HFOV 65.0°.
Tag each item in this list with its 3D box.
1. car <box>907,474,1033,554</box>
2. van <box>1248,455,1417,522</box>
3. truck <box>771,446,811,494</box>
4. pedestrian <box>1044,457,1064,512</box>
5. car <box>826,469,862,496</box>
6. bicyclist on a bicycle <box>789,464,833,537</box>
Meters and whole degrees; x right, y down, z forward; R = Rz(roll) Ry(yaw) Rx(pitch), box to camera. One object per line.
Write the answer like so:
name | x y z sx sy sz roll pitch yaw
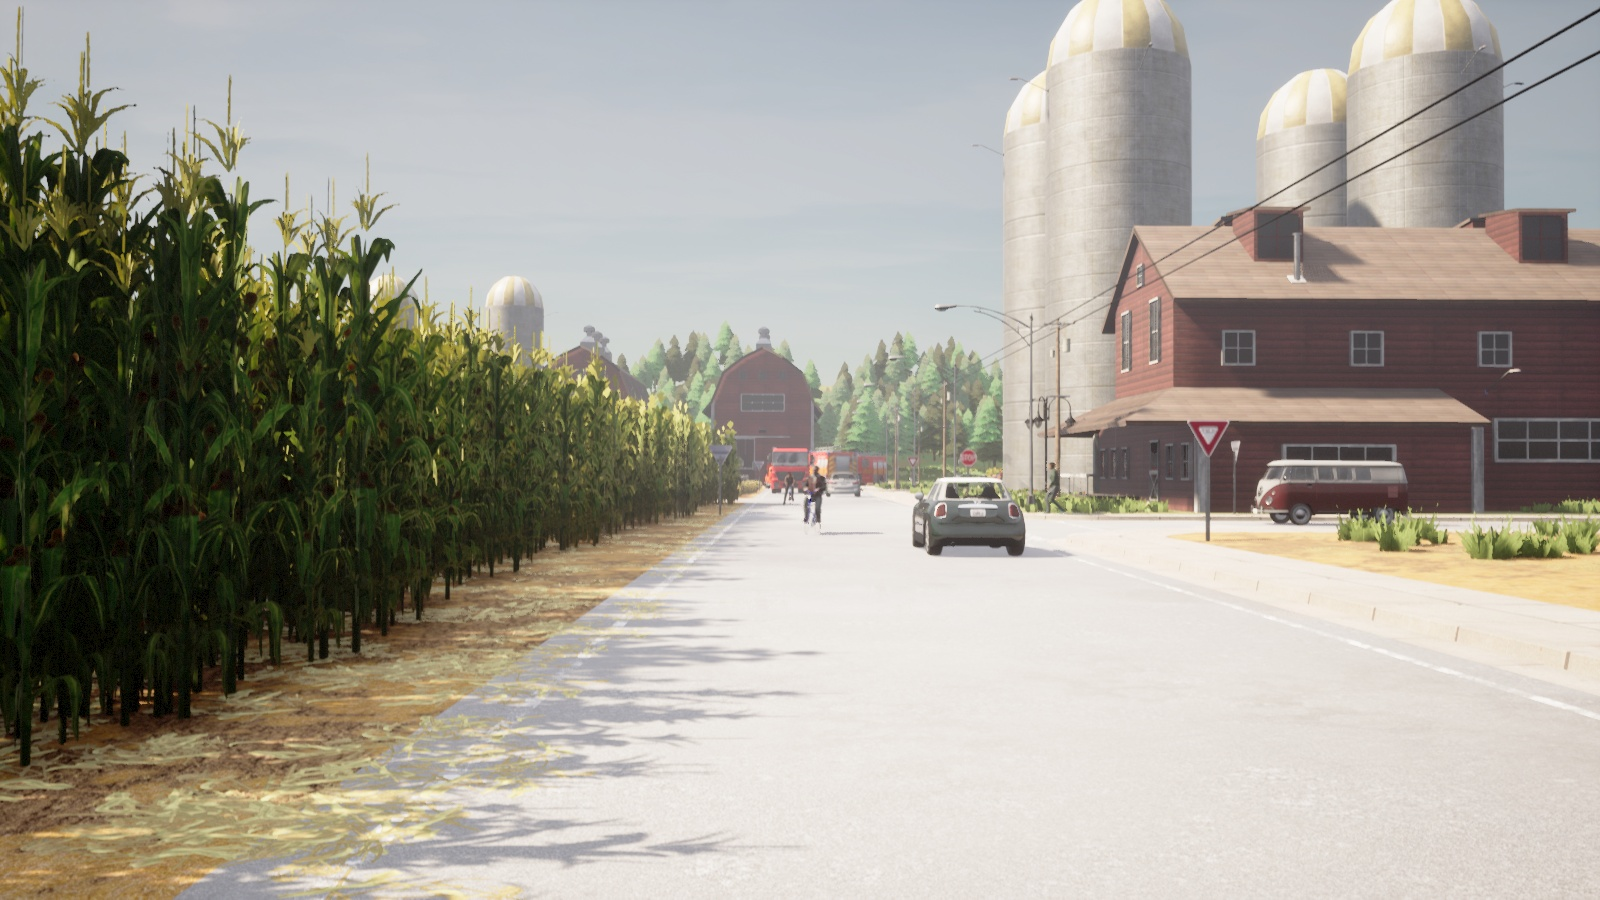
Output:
car | 3.315 1.217 25.207 1.970 1.475 3.806 0 -1 0
van | 16.334 1.165 38.666 4.442 1.987 1.775 0 -1 -1
truck | -0.731 1.527 94.940 2.891 3.462 7.936 0 -1 -1
pedestrian | 8.547 1.171 42.331 0.614 1.847 0.353 0 -1 5
car | 2.833 2.111 82.130 2.242 1.667 4.611 0 -1 0
bicyclist on a bicycle | 0.291 1.249 31.651 0.659 1.776 1.843 1 -1 14
